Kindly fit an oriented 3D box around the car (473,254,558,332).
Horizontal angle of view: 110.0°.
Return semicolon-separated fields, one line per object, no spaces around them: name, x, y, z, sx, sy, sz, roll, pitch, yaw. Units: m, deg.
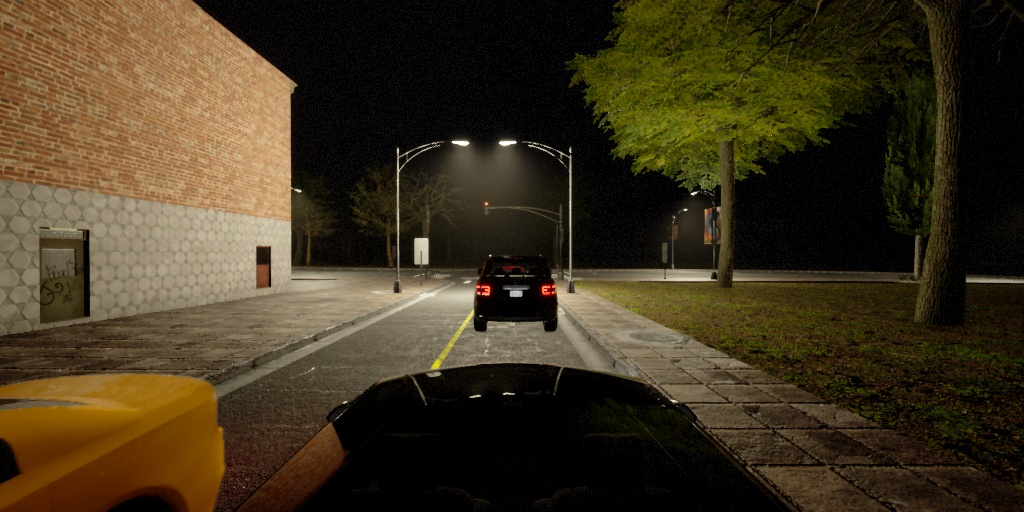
car;0.086;0.980;11.050;2.150;2.045;5.566;0;0;0

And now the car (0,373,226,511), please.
car;-2.846;1.227;0.267;1.882;1.535;5.008;0;0;0
